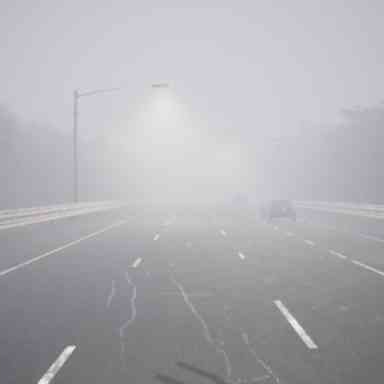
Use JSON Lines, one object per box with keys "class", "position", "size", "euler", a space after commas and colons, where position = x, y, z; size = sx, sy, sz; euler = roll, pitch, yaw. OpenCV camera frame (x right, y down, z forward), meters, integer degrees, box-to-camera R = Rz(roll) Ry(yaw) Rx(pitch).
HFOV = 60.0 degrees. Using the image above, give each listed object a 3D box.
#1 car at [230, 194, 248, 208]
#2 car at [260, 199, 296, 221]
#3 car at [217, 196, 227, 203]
{"class": "car", "position": [7.080, 1.316, 50.537], "size": [2.150, 2.045, 5.566], "euler": [0, 0, 0]}
{"class": "car", "position": [7.013, 1.361, 27.586], "size": [2.097, 1.767, 4.553], "euler": [0, 0, 0]}
{"class": "car", "position": [7.249, 1.881, 79.842], "size": [1.882, 1.535, 5.008], "euler": [0, -1, 0]}
